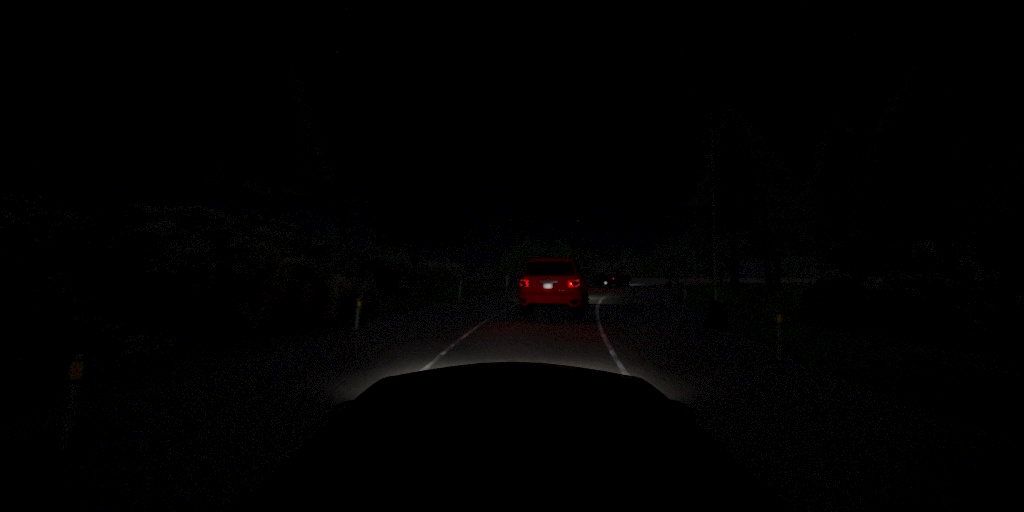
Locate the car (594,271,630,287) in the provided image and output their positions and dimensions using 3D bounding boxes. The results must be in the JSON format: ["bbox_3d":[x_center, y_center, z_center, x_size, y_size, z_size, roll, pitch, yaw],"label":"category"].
[{"bbox_3d":[8.548,1.903,30.250,1.895,1.301,4.718,-2,-3,31],"label":"car"}]

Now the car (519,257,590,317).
[{"bbox_3d":[1.755,1.077,13.864,2.150,2.045,5.566,-1,-1,14],"label":"car"}]
